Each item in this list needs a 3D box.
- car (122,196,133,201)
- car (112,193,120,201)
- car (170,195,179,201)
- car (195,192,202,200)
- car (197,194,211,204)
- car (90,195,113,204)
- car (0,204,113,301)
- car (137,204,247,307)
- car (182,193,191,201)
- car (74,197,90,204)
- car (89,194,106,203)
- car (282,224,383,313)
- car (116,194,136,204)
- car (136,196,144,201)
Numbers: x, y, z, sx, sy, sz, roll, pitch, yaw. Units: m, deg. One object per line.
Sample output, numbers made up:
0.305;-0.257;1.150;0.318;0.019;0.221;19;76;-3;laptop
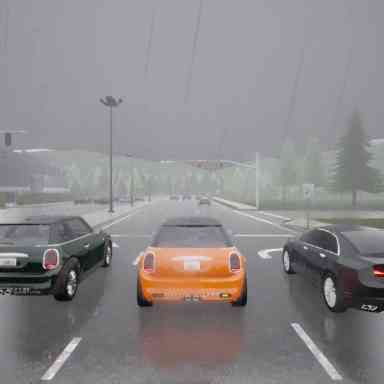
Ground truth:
-16.357;1.591;84.530;1.895;1.301;4.718;0;0;0;car
-16.345;1.225;70.271;2.150;2.045;5.566;0;0;0;car
-4.860;1.495;88.543;1.837;1.490;4.892;0;0;0;car
2.140;1.520;88.619;1.812;1.442;4.674;0;0;0;car
2.166;1.526;57.241;1.812;1.442;4.674;0;0;0;car
-16.400;1.601;60.608;1.895;1.301;4.718;0;0;0;car
-3.500;1.352;8.472;2.097;1.767;4.553;0;0;0;car
0.000;1.352;8.150;2.097;1.767;4.553;0;0;0;car
-1.360;1.222;88.282;2.150;2.045;5.566;0;0;0;car
-19.890;1.601;60.817;1.895;1.301;4.718;0;0;1;car
-19.845;1.355;70.026;2.097;1.767;4.553;0;0;0;car
3.499;1.505;7.653;1.837;1.490;4.892;0;0;0;car
-12.867;1.601;65.132;1.895;1.301;4.718;0;0;0;car
-12.853;1.552;80.000;1.994;1.385;4.181;0;0;0;car
